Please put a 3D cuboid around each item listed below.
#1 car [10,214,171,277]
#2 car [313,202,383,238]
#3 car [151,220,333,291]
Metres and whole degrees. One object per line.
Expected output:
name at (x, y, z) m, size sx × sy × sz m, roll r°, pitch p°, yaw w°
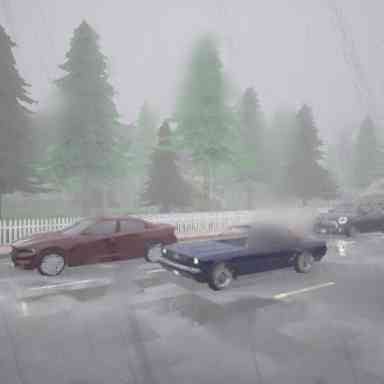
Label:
car at (-2.846, 1.477, 10.433) m, size 5.008 × 1.535 × 1.882 m, roll 0°, pitch 0°, yaw -33°
car at (8.452, 1.352, 17.570) m, size 4.553 × 1.767 × 2.097 m, roll 0°, pitch 0°, yaw -30°
car at (1.488, 1.601, 9.092) m, size 4.718 × 1.301 × 1.895 m, roll 0°, pitch 0°, yaw -33°
